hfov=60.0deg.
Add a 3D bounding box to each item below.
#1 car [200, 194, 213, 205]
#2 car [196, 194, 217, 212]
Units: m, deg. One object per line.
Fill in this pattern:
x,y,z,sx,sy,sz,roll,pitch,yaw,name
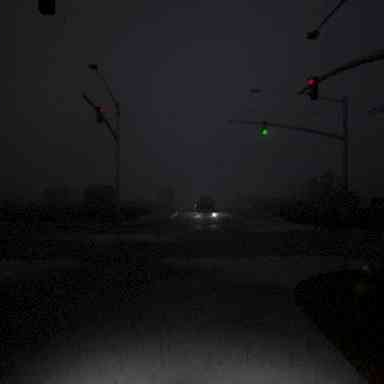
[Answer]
2.265,1.115,50.356,1.837,1.490,4.892,0,0,3,car
1.451,1.202,34.043,1.882,1.535,5.008,0,1,3,car
